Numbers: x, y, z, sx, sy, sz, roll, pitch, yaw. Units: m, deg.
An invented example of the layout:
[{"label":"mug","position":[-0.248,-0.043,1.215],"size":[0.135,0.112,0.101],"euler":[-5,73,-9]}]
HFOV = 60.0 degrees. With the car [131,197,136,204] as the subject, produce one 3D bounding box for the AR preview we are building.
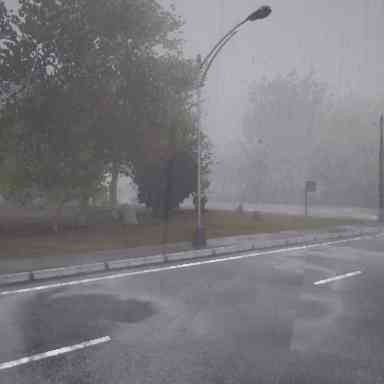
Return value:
[{"label":"car","position":[-9.320,1.493,59.894],"size":[1.837,1.490,4.892],"euler":[0,0,-38]}]
